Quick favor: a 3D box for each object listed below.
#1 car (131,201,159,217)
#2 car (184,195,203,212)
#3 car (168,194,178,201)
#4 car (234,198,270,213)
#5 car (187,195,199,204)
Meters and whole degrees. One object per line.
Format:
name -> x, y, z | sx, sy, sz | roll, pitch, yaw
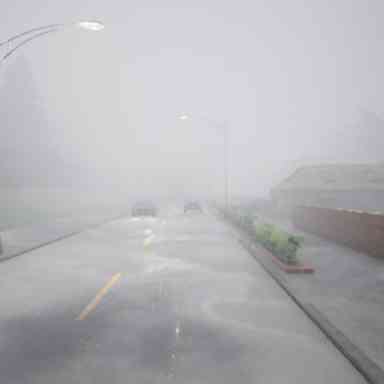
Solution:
car -> -4.067, 1.454, 29.140 | 1.994, 1.385, 4.181 | 0, 0, 0
car -> 0.102, 1.389, 36.307 | 1.812, 1.442, 4.674 | 0, 0, 0
car -> -3.968, 1.209, 69.854 | 1.994, 1.385, 4.181 | 0, 0, 0
car -> 6.319, 1.329, 33.508 | 5.357, 1.415, 2.033 | 0, 0, -40
car -> 0.129, 1.317, 60.845 | 2.033, 1.411, 5.357 | 0, 0, 0
